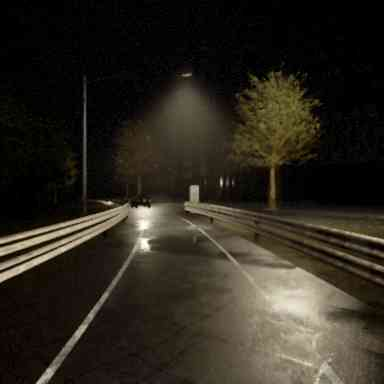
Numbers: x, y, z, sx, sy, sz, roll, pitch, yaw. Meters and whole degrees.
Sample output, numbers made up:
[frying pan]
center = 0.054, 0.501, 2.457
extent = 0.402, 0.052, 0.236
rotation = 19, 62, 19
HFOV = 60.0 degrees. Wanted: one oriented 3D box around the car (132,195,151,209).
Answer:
[car]
center = -7.673, 1.423, 50.031
extent = 2.150, 2.045, 5.566
rotation = 0, 0, -19
